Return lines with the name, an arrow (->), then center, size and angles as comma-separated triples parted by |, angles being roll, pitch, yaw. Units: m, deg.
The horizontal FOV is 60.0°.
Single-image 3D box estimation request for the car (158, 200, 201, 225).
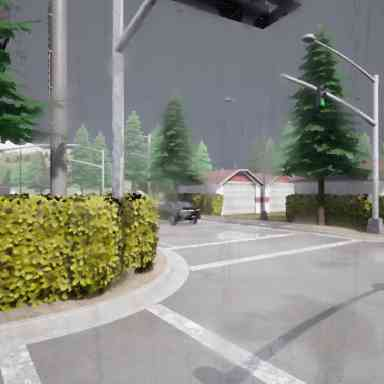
car -> -1.361, 1.320, 22.494 | 2.128, 1.511, 4.902 | 0, 1, -36
